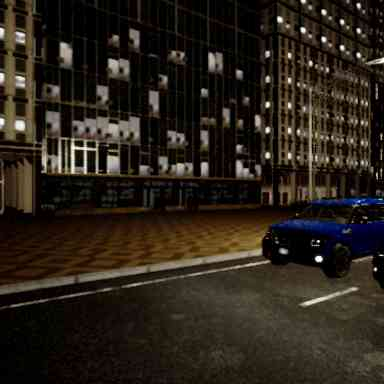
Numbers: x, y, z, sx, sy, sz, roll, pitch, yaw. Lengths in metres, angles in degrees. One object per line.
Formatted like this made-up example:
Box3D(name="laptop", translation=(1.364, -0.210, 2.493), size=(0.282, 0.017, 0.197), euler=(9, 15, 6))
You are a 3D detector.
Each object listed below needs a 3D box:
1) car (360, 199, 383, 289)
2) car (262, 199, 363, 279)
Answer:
Box3D(name="car", translation=(6.541, 1.250, 7.862), size=(5.566, 2.045, 2.150), euler=(0, 0, -35))
Box3D(name="car", translation=(4.708, 1.249, 10.547), size=(5.566, 2.045, 2.150), euler=(0, 0, -35))
